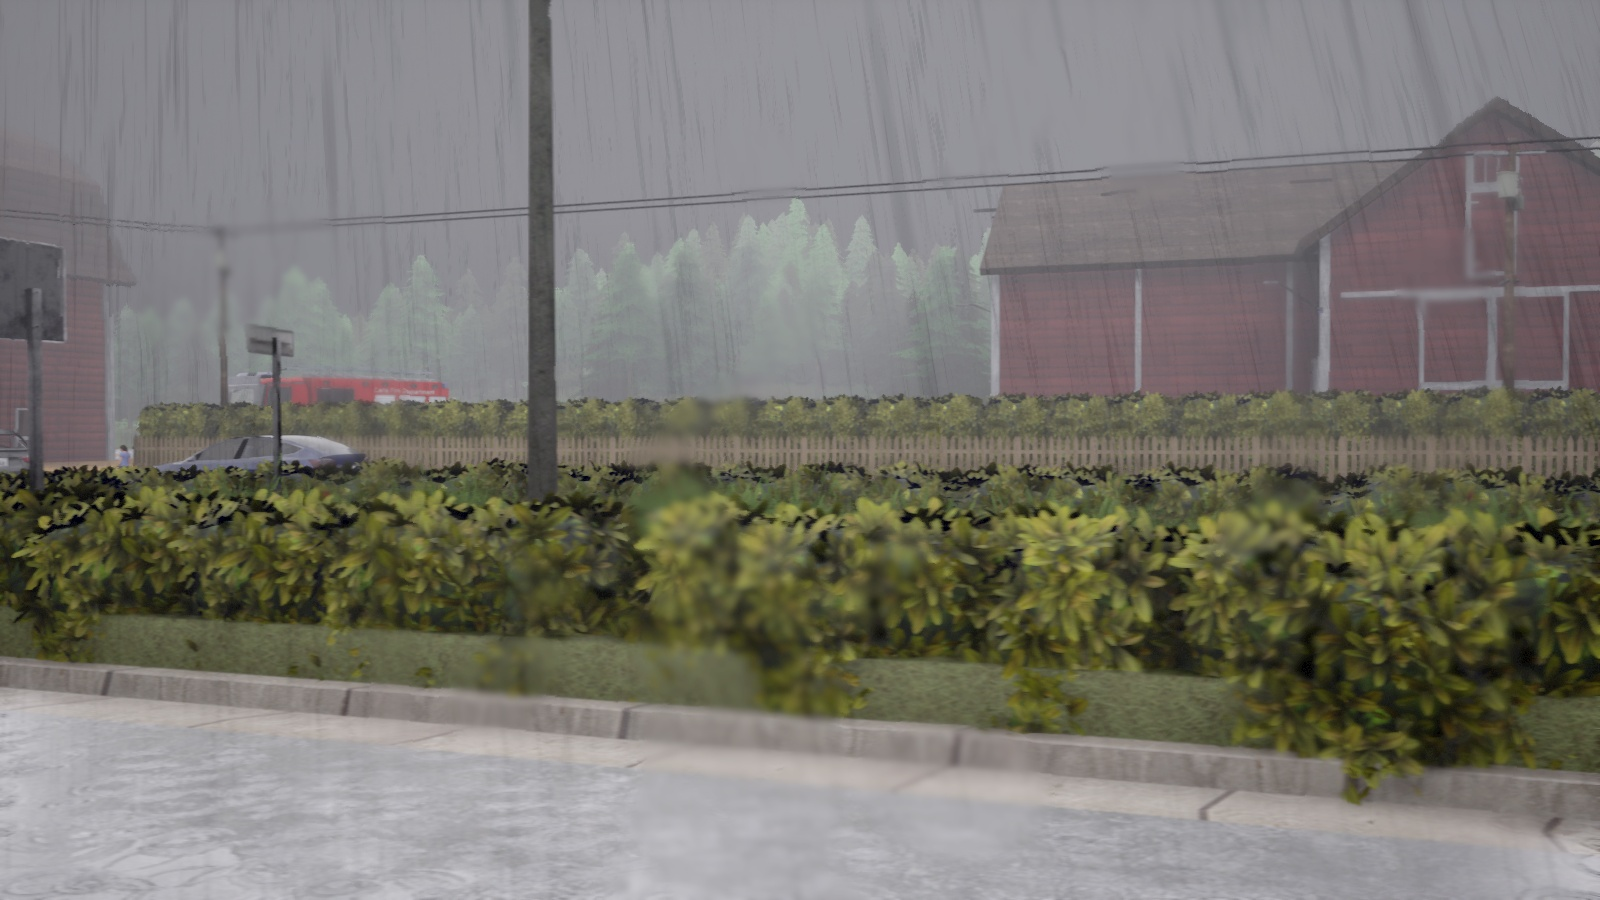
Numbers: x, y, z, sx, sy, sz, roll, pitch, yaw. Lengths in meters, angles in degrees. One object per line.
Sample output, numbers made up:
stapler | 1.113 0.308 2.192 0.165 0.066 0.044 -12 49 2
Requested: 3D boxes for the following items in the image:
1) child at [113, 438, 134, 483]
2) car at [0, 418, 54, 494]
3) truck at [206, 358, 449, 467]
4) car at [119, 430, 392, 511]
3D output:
child | -16.814 0.258 31.221 0.394 1.110 0.255 1 1 20
car | -19.399 0.098 28.423 4.611 1.667 2.242 1 1 28
truck | -17.976 -1.381 48.402 2.891 3.827 8.468 1 1 38
car | -10.864 0.354 25.139 4.792 1.488 2.163 1 1 18
